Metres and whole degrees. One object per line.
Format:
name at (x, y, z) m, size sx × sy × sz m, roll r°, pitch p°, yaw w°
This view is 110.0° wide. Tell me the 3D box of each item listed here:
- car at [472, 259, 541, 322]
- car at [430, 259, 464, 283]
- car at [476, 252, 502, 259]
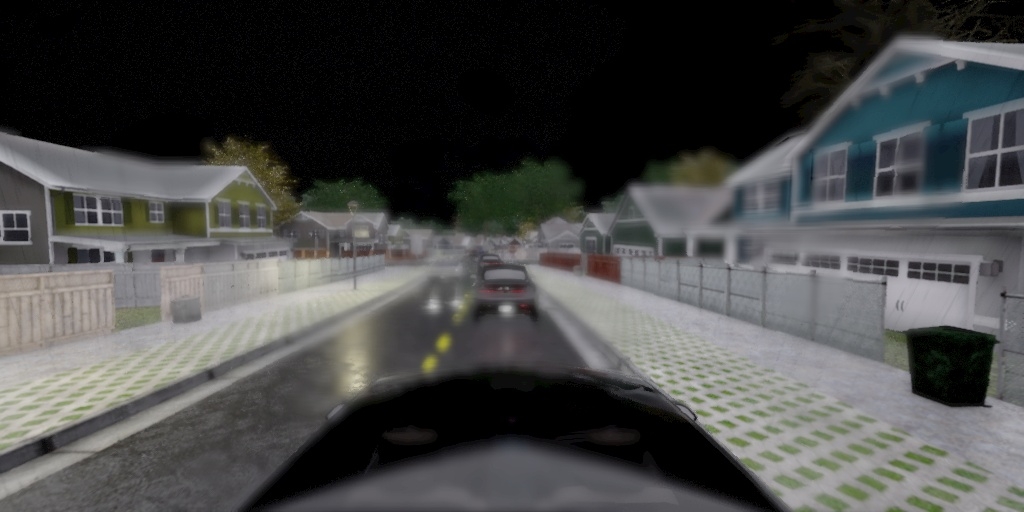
car at (-0.209, 1.026, 11.299) m, size 1.837 × 1.490 × 4.892 m, roll 0°, pitch 1°, yaw -2°
car at (-3.959, 0.898, 22.361) m, size 1.895 × 1.301 × 4.718 m, roll 0°, pitch 1°, yaw -6°
car at (-1.557, 0.701, 26.871) m, size 1.837 × 1.490 × 4.892 m, roll 0°, pitch 1°, yaw -7°
